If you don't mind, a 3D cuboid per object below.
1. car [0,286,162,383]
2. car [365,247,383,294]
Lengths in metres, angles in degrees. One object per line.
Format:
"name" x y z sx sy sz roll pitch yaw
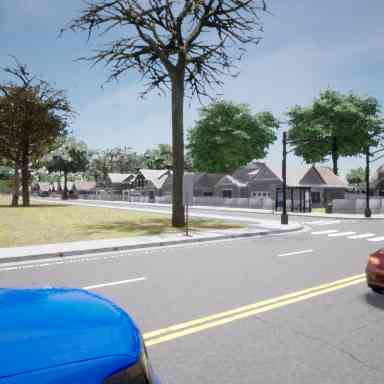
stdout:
"car" -2.770 1.222 1.466 5.566 2.045 2.150 0 0 -36
"car" 5.704 1.525 7.486 4.674 1.442 1.812 0 0 -36
